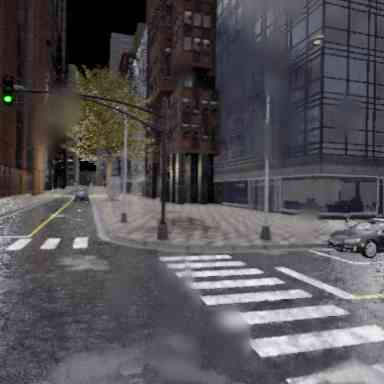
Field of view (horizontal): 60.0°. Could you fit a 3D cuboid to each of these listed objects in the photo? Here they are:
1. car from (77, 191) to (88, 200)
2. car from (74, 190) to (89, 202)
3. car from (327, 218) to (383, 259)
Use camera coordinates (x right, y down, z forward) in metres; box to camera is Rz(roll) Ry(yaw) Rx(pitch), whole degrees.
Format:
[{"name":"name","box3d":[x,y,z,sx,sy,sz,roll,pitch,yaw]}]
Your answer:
[{"name":"car","box3d":[-19.572,0.520,59.420,1.812,1.442,4.674,1,1,-17]},{"name":"car","box3d":[-16.548,0.546,49.925,2.097,1.767,4.553,1,1,-17]},{"name":"car","box3d":[7.379,1.715,12.946,4.403,1.369,2.008,1,0,-17]}]
